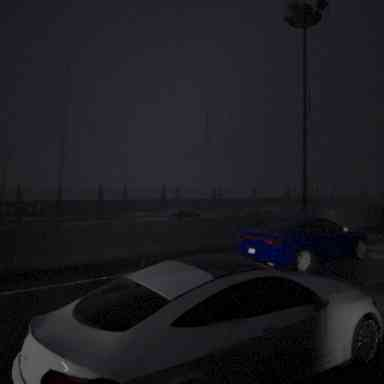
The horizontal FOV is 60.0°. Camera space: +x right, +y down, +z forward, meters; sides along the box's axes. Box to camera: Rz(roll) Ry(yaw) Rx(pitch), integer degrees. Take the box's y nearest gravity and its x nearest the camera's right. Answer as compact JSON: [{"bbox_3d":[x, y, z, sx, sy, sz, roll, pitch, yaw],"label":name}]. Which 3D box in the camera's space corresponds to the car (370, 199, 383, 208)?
[{"bbox_3d":[21.892,1.563,37.100,5.357,1.411,2.033,0,0,-37],"label":"car"}]

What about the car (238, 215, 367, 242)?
[{"bbox_3d":[3.671,1.481,10.661,5.008,1.535,1.882,0,0,-35],"label":"car"}]

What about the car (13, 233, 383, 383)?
[{"bbox_3d":[0.463,1.527,4.075,4.674,1.442,1.812,0,0,-35],"label":"car"}]

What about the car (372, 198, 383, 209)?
[{"bbox_3d":[26.351,1.583,44.848,4.181,1.385,1.994,0,0,-37],"label":"car"}]

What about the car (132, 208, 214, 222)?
[{"bbox_3d":[-0.893,1.529,16.235,4.674,1.442,1.812,0,0,-36],"label":"car"}]
